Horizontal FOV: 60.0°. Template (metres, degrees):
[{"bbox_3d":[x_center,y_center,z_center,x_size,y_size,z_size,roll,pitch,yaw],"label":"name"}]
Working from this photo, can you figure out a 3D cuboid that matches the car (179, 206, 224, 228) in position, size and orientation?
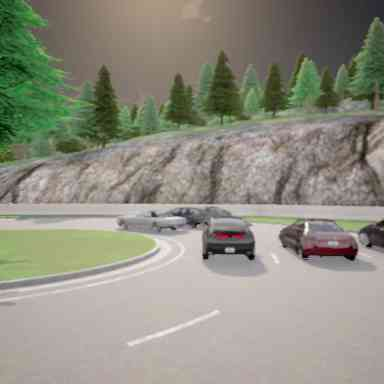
[{"bbox_3d":[-0.552,1.820,24.450,5.357,1.411,2.033,0,-1,37],"label":"car"}]

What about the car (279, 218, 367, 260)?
[{"bbox_3d":[4.860,1.728,13.272,1.994,1.385,4.181,0,-1,2],"label":"car"}]

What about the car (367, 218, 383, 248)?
[{"bbox_3d":[8.352,1.679,13.010,1.837,1.490,4.892,0,0,2],"label":"car"}]

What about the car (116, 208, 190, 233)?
[{"bbox_3d":[-2.756,1.836,21.713,4.718,1.301,1.895,0,-1,36],"label":"car"}]

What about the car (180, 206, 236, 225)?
[{"bbox_3d":[1.292,1.875,27.406,4.181,1.385,1.994,0,-1,35],"label":"car"}]

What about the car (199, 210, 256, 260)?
[{"bbox_3d":[1.372,1.658,13.147,1.837,1.490,4.892,0,-1,3],"label":"car"}]
